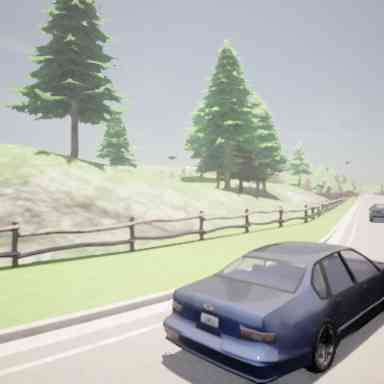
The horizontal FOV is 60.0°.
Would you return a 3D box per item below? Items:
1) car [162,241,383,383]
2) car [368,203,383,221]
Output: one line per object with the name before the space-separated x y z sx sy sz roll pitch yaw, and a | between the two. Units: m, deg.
car | 2.014 1.583 5.738 5.357 1.411 2.033 0 -1 -44
car | 16.093 1.671 28.190 2.033 1.411 5.357 -1 0 27
